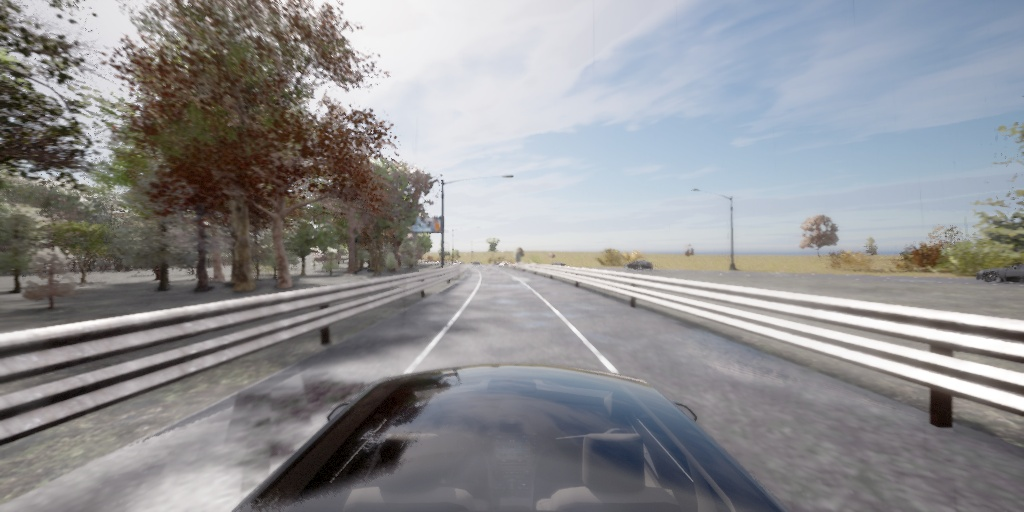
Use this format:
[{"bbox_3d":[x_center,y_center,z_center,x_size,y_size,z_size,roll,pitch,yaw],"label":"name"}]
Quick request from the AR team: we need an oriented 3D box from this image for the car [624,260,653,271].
[{"bbox_3d":[18.860,1.419,53.618,1.837,1.490,4.892,0,-1,-24],"label":"car"}]

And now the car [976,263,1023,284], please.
[{"bbox_3d":[32.590,1.076,22.522,1.994,1.385,4.181,0,-1,-24],"label":"car"}]
